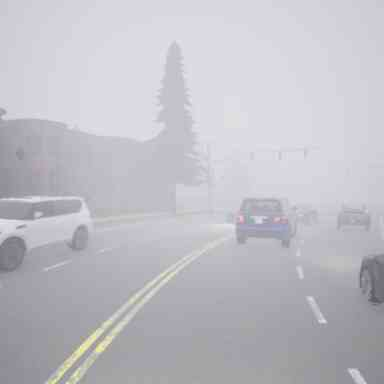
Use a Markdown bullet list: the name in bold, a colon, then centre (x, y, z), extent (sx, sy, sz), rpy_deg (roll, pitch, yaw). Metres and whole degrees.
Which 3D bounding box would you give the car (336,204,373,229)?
- **car**: centre (10.508, 1.530, 21.546), extent (2.128, 1.511, 4.902), rpy_deg (0, 0, 28)

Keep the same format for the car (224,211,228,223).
- **car**: centre (3.946, 1.548, 24.521), extent (1.994, 1.385, 4.181), rpy_deg (0, 0, 28)

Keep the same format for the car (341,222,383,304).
- **car**: centre (4.242, 1.512, 5.194), extent (2.128, 1.511, 4.902), rpy_deg (0, 0, 8)

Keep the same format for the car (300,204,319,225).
- **car**: centre (7.949, 1.561, 24.477), extent (2.033, 1.411, 5.357), rpy_deg (0, 0, 30)

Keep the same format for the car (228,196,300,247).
- **car**: centre (3.535, 1.219, 15.301), extent (2.150, 2.045, 5.566), rpy_deg (0, 0, 21)

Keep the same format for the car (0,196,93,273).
- **car**: centre (-5.468, 1.160, 11.007), extent (2.150, 2.045, 5.566), rpy_deg (0, 0, 14)
